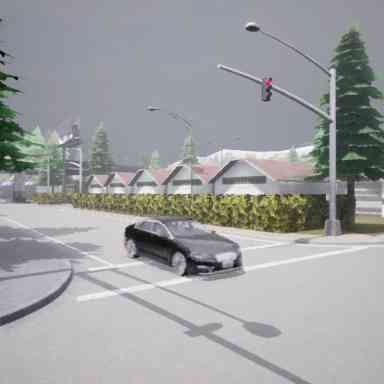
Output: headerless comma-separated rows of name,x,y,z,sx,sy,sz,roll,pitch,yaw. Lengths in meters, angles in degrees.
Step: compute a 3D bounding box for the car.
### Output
car,-0.516,1.562,10.573,2.128,1.511,4.902,0,1,-36
